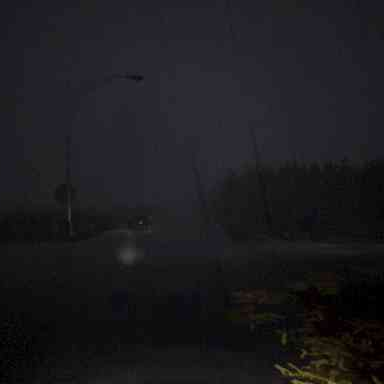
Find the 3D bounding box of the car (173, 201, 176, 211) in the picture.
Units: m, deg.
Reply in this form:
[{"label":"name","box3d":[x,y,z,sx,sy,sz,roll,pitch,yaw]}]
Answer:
[{"label":"car","box3d":[-3.233,1.811,46.038,1.812,1.442,4.674,0,0,0]}]

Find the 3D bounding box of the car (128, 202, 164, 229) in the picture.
[{"label":"car","box3d":[-3.242,1.693,23.357,1.812,1.442,4.674,0,-1,0]}]

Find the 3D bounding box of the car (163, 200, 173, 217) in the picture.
[{"label":"car","box3d":[-3.260,1.725,34.038,1.882,1.535,5.008,0,0,0]}]
